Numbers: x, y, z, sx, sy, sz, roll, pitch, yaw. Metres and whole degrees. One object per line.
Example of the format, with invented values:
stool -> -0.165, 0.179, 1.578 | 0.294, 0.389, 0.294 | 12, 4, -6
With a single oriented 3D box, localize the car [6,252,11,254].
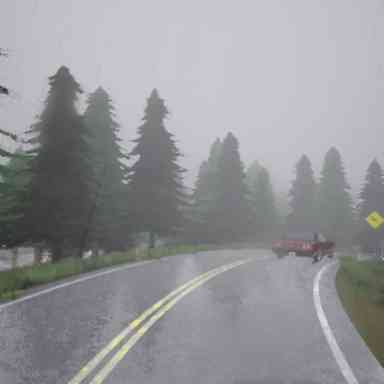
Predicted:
car -> -35.514, 12.283, 63.553 | 4.181, 1.381, 1.994 | -1, -4, 21

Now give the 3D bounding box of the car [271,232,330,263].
car -> 5.508, 2.576, 15.993 | 1.895, 1.301, 4.718 | -2, -7, 34

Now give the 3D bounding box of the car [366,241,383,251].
car -> 17.389, 5.065, 29.622 | 4.718, 1.301, 1.895 | 7, -6, -21
